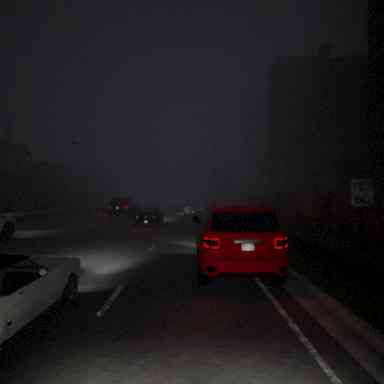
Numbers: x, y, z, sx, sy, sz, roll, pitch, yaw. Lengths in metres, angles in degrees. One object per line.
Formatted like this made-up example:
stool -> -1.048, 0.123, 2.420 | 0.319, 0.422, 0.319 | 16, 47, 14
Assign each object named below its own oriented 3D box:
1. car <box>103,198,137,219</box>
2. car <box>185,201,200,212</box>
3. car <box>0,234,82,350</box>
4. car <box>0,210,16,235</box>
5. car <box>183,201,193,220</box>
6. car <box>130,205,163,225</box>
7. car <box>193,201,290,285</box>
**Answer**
car -> -6.891, 1.612, 33.450 | 2.150, 2.045, 5.566 | 0, 0, 0
car -> 0.048, 2.064, 49.213 | 2.128, 1.511, 4.902 | 0, -1, 0
car -> -3.401, 1.665, 5.410 | 1.895, 1.301, 4.718 | 0, -1, 0
car -> -10.397, 1.399, 15.248 | 2.150, 2.045, 5.566 | 0, -1, 0
car -> 0.069, 1.962, 37.517 | 1.812, 1.442, 4.674 | 0, -1, 0
car -> -3.393, 1.912, 26.751 | 1.895, 1.301, 4.718 | 0, -1, 0
car -> 1.228, 1.341, 9.975 | 2.150, 2.045, 5.566 | 0, -1, 0
